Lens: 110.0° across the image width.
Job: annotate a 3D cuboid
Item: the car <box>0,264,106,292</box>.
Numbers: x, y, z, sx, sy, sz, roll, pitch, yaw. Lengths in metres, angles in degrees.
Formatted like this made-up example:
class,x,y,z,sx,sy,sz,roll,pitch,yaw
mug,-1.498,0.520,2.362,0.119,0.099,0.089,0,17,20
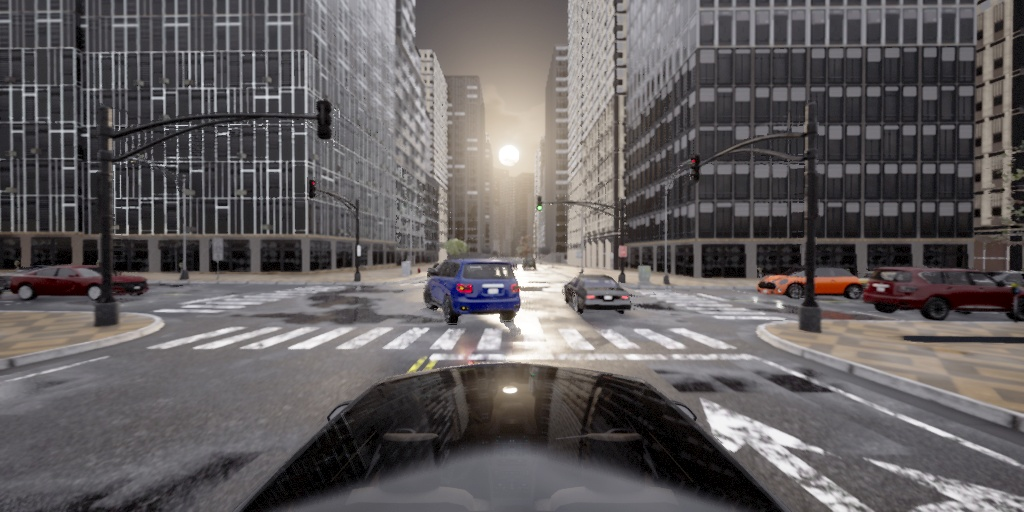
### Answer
class,x,y,z,sx,sy,sz,roll,pitch,yaw
car,-25.654,1.170,19.842,4.181,1.385,1.994,1,1,1

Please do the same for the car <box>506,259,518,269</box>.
class,x,y,z,sx,sy,sz,roll,pitch,yaw
car,-0.043,1.420,64.140,2.097,1.767,4.553,0,0,0

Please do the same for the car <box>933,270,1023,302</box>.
class,x,y,z,sx,sy,sz,roll,pitch,yaw
car,25.897,1.566,19.011,4.892,1.490,1.837,1,1,1

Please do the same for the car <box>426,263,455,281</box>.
class,x,y,z,sx,sy,sz,roll,pitch,yaw
car,-6.625,1.426,33.786,1.837,1.490,4.892,0,0,-1

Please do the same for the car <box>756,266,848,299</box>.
class,x,y,z,sx,sy,sz,roll,pitch,yaw
car,15.768,1.325,19.203,4.553,1.767,2.097,0,1,-1

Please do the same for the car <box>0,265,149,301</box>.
class,x,y,z,sx,sy,sz,roll,pitch,yaw
car,-19.777,1.169,16.549,5.008,1.535,1.882,1,1,0

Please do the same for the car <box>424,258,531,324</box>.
class,x,y,z,sx,sy,sz,roll,pitch,yaw
car,-1.598,1.100,12.834,2.150,2.045,5.566,1,0,-23

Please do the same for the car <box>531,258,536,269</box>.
class,x,y,z,sx,sy,sz,roll,pitch,yaw
car,3.206,1.293,64.861,2.150,2.045,5.566,0,0,0

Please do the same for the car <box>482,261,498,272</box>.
class,x,y,z,sx,sy,sz,roll,pitch,yaw
car,-3.288,1.572,54.880,2.033,1.411,5.357,0,0,0

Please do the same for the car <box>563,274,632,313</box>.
class,x,y,z,sx,sy,sz,roll,pitch,yaw
car,3.345,1.464,14.978,2.033,1.411,5.357,0,1,0

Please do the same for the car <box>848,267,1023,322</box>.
class,x,y,z,sx,sy,sz,roll,pitch,yaw
car,16.185,1.350,13.391,5.009,1.841,2.192,0,0,1
